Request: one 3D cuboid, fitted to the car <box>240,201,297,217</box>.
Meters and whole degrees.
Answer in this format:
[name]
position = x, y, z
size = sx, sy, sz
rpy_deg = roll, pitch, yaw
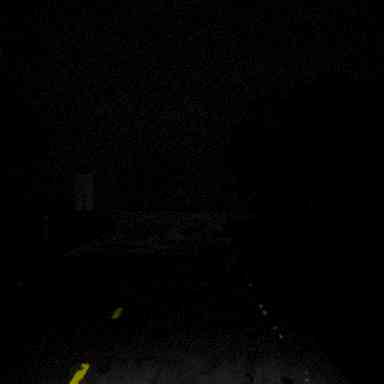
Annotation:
[car]
position = 7.443, 1.634, 32.664
size = 5.357, 1.411, 2.033
rpy_deg = 2, -3, 0
